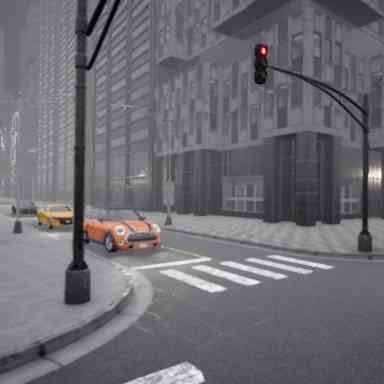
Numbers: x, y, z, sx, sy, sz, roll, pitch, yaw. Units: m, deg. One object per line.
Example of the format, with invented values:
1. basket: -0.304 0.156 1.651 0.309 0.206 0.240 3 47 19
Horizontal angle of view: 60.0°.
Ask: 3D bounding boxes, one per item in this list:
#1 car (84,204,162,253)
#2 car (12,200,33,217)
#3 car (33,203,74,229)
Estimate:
1. car: -3.154 1.446 14.377 2.097 1.767 4.553 1 -1 -36
2. car: -16.827 1.609 33.471 1.882 1.535 5.008 1 -1 -36
3. car: -9.187 1.588 22.766 1.882 1.535 5.008 1 -1 -35
